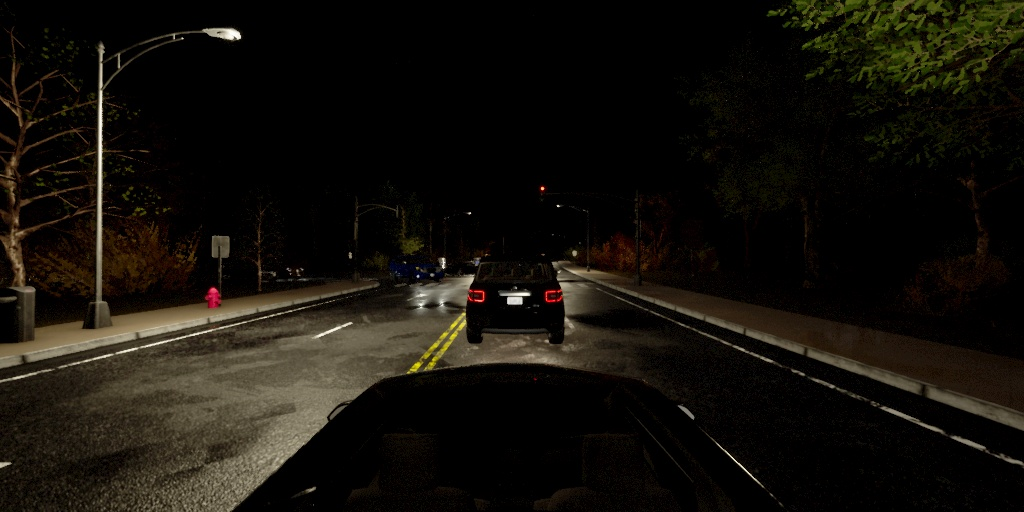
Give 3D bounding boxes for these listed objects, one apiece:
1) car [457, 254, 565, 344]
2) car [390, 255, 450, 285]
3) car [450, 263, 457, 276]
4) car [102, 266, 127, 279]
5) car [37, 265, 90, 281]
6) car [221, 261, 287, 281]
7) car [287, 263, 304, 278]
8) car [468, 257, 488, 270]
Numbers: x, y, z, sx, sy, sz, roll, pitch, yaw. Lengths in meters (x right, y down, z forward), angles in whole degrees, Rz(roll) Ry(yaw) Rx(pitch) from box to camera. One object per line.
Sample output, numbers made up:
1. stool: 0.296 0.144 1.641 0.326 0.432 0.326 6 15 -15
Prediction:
1. car: 0.110 0.971 9.727 2.150 2.045 5.566 0 0 1
2. car: -7.079 0.950 26.250 2.150 2.045 5.566 1 -1 -39
3. car: -4.261 1.279 35.911 4.902 1.511 2.128 0 0 -31
4. car: -43.822 1.668 38.523 4.892 1.490 1.837 -1 -1 10
5. car: -43.761 1.607 35.214 5.008 1.535 1.882 -1 -1 10
6. car: -23.119 1.408 31.653 4.902 1.511 2.128 -1 -1 10
7. car: -22.713 1.298 34.882 4.553 1.767 2.097 -1 -1 10
8. car: -4.768 1.047 50.920 2.097 1.767 4.553 0 0 4
